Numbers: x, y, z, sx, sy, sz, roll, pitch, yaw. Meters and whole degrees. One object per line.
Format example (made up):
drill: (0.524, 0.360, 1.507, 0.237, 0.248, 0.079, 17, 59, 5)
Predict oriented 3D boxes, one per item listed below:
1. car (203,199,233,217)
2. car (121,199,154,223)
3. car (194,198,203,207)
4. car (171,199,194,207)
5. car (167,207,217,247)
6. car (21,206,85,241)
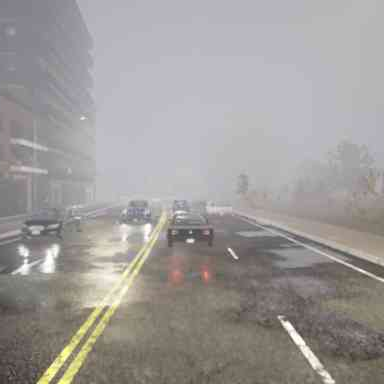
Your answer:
car: (2.403, 1.572, 30.389, 1.895, 1.301, 4.718, 0, 0, -4)
car: (-4.025, 1.350, 25.271, 2.097, 1.767, 4.553, 0, 0, -3)
car: (1.014, 1.556, 47.253, 1.895, 1.301, 4.718, 0, 0, -5)
car: (-1.268, 1.524, 36.965, 2.033, 1.411, 5.357, 0, 0, -5)
car: (-0.126, 1.595, 15.099, 1.895, 1.301, 4.718, 0, 0, -2)
car: (-6.923, 1.507, 17.029, 2.128, 1.511, 4.902, 0, 0, -2)
